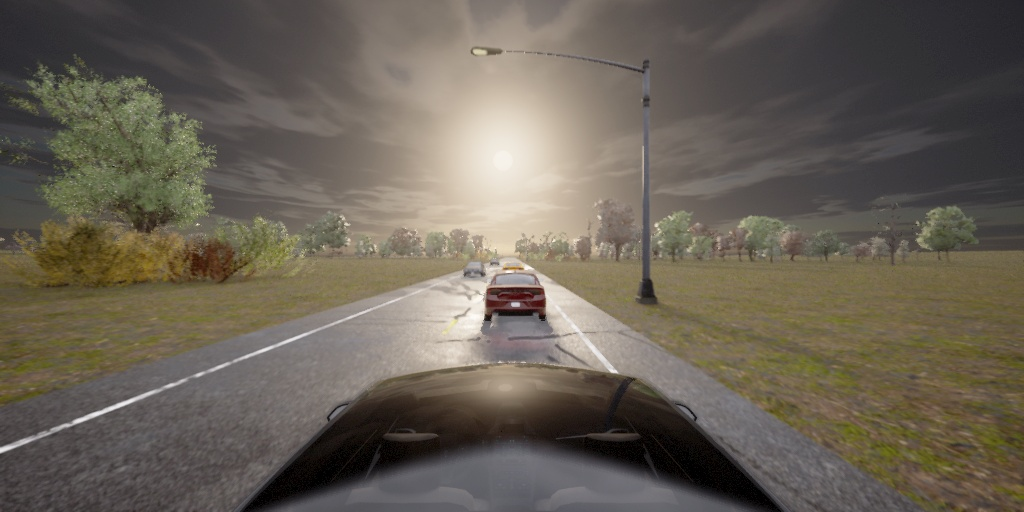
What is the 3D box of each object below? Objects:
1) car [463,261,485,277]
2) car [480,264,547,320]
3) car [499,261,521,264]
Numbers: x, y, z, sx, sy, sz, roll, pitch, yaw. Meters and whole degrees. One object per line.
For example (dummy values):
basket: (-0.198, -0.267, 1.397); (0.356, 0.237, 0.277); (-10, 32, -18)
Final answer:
car: (-3.583, 1.257, 34.998); (1.812, 1.442, 4.674); (0, 0, 0)
car: (0.104, 1.222, 12.629); (1.882, 1.535, 5.008); (0, 0, 0)
car: (0.110, 1.211, 31.022); (1.882, 1.535, 5.008); (0, 0, 0)
